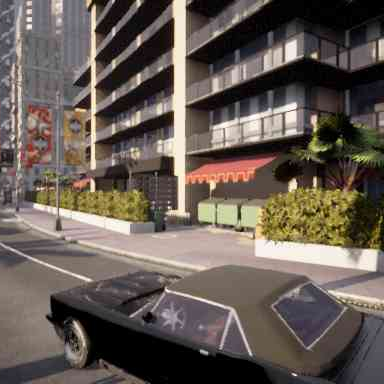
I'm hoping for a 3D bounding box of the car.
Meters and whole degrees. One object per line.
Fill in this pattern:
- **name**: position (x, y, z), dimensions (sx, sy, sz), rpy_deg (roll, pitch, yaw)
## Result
- **car**: position (0.253, 1.599, 3.981), dimensions (4.718, 1.301, 1.895), rpy_deg (0, 0, 38)
